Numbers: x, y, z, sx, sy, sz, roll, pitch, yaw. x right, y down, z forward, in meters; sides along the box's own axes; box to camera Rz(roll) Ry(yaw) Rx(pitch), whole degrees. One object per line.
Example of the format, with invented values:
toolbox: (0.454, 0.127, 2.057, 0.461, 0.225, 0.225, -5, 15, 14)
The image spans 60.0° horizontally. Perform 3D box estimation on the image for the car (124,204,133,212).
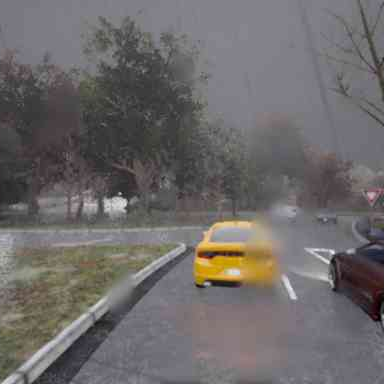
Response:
car: (-9.511, 2.558, 60.430, 5.566, 2.045, 2.150, 0, -2, 0)

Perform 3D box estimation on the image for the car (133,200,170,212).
car: (-6.613, 2.474, 56.938, 5.566, 2.045, 2.150, 0, -2, 9)

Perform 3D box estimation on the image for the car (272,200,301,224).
car: (8.824, 1.776, 30.854, 2.150, 2.045, 5.566, 0, -2, 21)

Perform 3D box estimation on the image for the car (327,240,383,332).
car: (4.069, 1.602, 6.329, 1.994, 1.385, 4.181, 0, 0, 7)

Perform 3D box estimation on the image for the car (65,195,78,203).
car: (-31.681, 2.121, 86.569, 1.946, 1.575, 5.366, 0, 2, -11)

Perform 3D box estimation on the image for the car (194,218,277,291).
car: (1.258, 1.550, 9.353, 1.882, 1.535, 5.008, 0, -1, 9)

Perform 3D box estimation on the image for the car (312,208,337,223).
car: (12.318, 2.169, 31.063, 1.895, 1.301, 4.718, 0, -2, 19)
